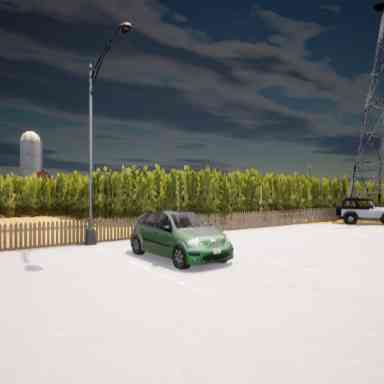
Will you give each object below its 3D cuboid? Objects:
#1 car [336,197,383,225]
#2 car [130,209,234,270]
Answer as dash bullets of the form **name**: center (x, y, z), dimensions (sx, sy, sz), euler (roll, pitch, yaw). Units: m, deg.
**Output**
- **car**: center (11.894, 1.304, 22.668), dimensions (3.866, 1.878, 1.905), euler (0, 0, 23)
- **car**: center (-0.453, 1.427, 10.968), dimensions (1.851, 1.617, 3.988), euler (0, 0, -36)
